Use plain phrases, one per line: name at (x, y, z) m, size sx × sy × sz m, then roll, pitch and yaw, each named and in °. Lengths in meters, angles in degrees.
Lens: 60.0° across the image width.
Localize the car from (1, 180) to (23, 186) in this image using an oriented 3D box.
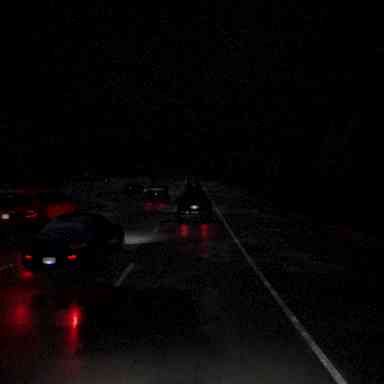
car at (-20.992, -0.608, 39.209) m, size 1.837 × 1.490 × 4.892 m, roll 0°, pitch 4°, yaw 0°

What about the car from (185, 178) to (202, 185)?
car at (0.192, -0.973, 42.220) m, size 2.097 × 1.767 × 4.553 m, roll 0°, pitch 4°, yaw 0°

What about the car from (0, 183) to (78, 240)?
car at (-6.871, 0.832, 14.945) m, size 2.150 × 2.045 × 5.566 m, roll 0°, pitch 4°, yaw 0°

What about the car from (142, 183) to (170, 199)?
car at (-3.329, -0.201, 33.442) m, size 2.128 × 1.511 × 4.902 m, roll 0°, pitch 4°, yaw 0°

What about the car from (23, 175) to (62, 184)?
car at (-17.489, -0.937, 39.886) m, size 2.150 × 2.045 × 5.566 m, roll 0°, pitch 4°, yaw 1°

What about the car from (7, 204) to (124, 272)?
car at (-3.382, 1.363, 10.180) m, size 1.812 × 1.442 × 4.674 m, roll 0°, pitch 2°, yaw 0°

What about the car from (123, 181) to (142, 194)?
car at (-6.815, -0.560, 39.192) m, size 2.033 × 1.411 × 5.357 m, roll 0°, pitch 4°, yaw 0°

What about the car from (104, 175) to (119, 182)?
car at (-13.853, -2.088, 57.665) m, size 2.097 × 1.767 × 4.553 m, roll 0°, pitch 4°, yaw -5°

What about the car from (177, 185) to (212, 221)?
car at (0.141, 0.707, 20.131) m, size 2.033 × 1.649 × 4.856 m, roll 0°, pitch 5°, yaw 0°
